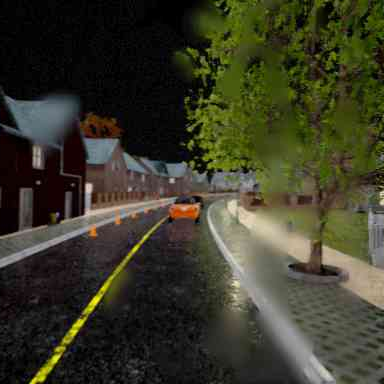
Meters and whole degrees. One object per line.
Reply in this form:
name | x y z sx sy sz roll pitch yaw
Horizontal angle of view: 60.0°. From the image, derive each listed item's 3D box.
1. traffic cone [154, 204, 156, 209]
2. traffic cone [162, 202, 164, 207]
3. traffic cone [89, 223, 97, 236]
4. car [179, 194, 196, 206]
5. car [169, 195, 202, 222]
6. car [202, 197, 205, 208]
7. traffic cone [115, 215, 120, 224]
traffic cone | -3.940 1.579 35.833 0.340 0.580 0.340 1 1 4
traffic cone | -3.505 1.529 40.865 0.340 0.580 0.340 1 1 6
traffic cone | -4.631 1.746 15.645 0.340 0.580 0.340 1 0 0
car | -0.541 1.086 48.194 2.033 1.411 5.357 1 1 4
car | -0.490 1.167 24.569 2.097 1.767 4.553 1 1 1
car | 0.678 1.179 42.032 1.812 1.442 4.674 1 1 6
traffic cone | -4.615 1.705 20.698 0.340 0.580 0.340 1 1 1
